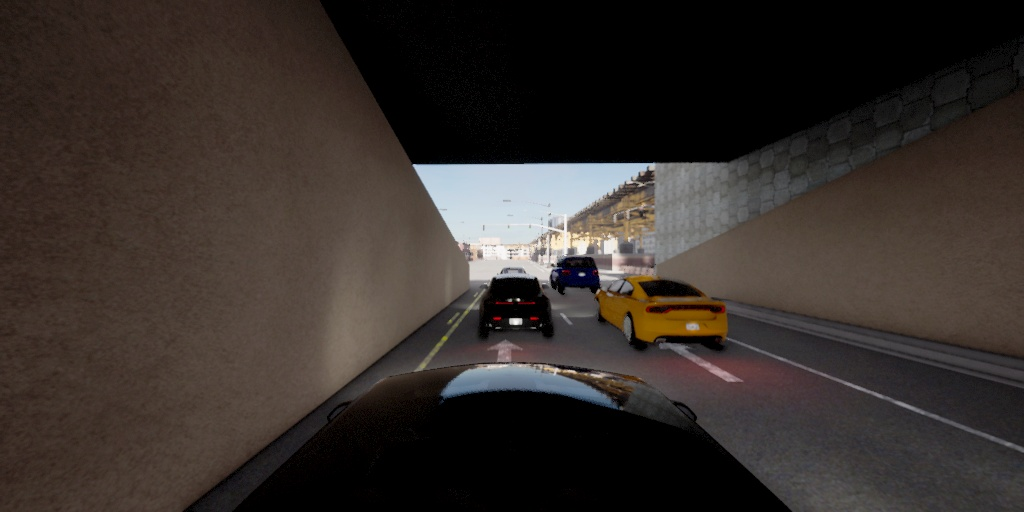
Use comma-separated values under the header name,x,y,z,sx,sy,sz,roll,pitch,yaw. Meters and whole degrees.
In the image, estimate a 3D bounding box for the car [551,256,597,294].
name,x,y,z,sx,sy,sz,roll,pitch,yaw
car,3.569,1.032,21.057,2.150,2.045,5.566,0,0,0

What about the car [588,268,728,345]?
name,x,y,z,sx,sy,sz,roll,pitch,yaw
car,3.578,1.251,9.578,1.882,1.535,5.008,0,0,0

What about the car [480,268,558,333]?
name,x,y,z,sx,sy,sz,roll,pitch,yaw
car,0.081,1.283,10.807,1.837,1.490,4.892,0,0,0
